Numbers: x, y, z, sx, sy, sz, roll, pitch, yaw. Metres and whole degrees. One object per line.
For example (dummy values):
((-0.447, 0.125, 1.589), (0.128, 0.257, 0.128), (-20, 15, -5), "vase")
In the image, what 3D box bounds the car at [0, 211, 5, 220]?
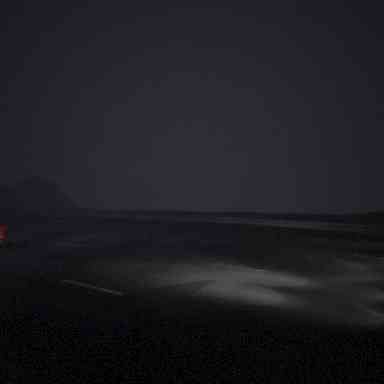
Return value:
((-14.616, 1.463, 21.849), (4.718, 1.301, 1.895), (0, 1, 28), "car")
